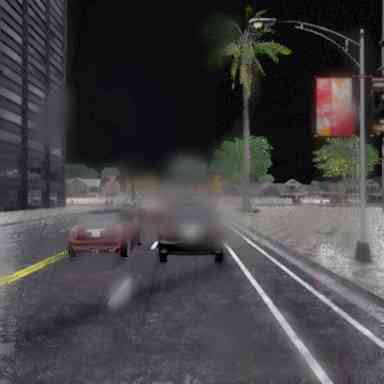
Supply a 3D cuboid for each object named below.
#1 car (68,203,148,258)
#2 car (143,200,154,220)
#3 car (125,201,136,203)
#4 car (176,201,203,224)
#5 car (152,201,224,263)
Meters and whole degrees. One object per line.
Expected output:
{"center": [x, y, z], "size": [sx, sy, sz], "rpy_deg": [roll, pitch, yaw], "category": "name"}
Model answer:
{"center": [-3.279, 1.495, 13.516], "size": [2.097, 1.767, 4.553], "rpy_deg": [0, -1, 0], "category": "car"}
{"center": [-3.467, 1.797, 29.347], "size": [1.882, 1.535, 5.008], "rpy_deg": [0, 0, 0], "category": "car"}
{"center": [-10.789, 2.237, 58.971], "size": [1.994, 1.385, 4.181], "rpy_deg": [0, -1, -2], "category": "car"}
{"center": [-0.208, 1.662, 28.576], "size": [2.097, 1.767, 4.553], "rpy_deg": [0, -1, 0], "category": "car"}
{"center": [-0.035, 1.360, 12.686], "size": [2.150, 2.045, 5.566], "rpy_deg": [0, 0, 0], "category": "car"}
